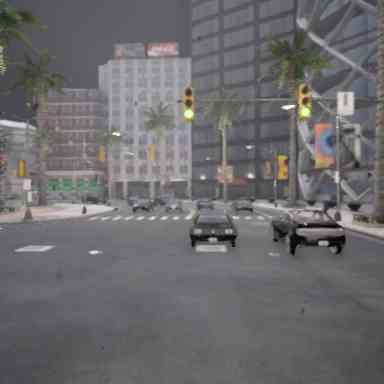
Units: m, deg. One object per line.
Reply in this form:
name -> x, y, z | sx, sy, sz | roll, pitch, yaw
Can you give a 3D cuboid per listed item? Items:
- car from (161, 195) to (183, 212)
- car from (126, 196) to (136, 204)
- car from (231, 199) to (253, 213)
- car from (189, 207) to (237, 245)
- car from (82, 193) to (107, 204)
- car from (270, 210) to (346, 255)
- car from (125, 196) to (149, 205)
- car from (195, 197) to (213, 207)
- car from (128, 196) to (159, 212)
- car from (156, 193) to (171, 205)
car -> -2.026, 1.434, 37.733 | 2.128, 1.511, 4.902 | 0, 0, -2
car -> -8.305, 1.531, 50.255 | 1.994, 1.385, 4.181 | 0, 0, -25
car -> 5.309, 1.438, 35.742 | 2.033, 1.411, 5.357 | 0, 0, 0
car -> 0.932, 1.564, 15.149 | 1.895, 1.301, 4.718 | 0, 0, 3
car -> -18.193, 1.242, 62.093 | 5.566, 2.045, 2.150 | 0, 0, 37
car -> 4.336, 1.433, 13.095 | 2.128, 1.511, 4.902 | 0, 0, 3
car -> -9.858, 1.439, 59.132 | 1.882, 1.535, 5.008 | -1, 0, -39
car -> 1.475, 1.400, 41.240 | 2.128, 1.511, 4.902 | 0, 0, -5
car -> -5.404, 1.516, 37.784 | 2.033, 1.411, 5.357 | 0, 0, 3
car -> -4.011, 1.152, 49.314 | 2.150, 2.045, 5.566 | -1, 1, -20
